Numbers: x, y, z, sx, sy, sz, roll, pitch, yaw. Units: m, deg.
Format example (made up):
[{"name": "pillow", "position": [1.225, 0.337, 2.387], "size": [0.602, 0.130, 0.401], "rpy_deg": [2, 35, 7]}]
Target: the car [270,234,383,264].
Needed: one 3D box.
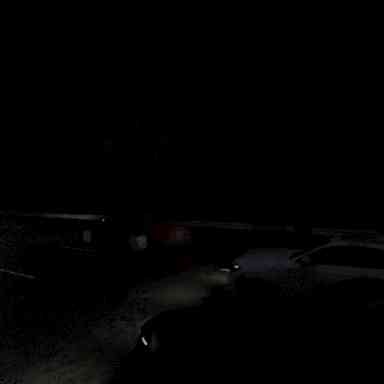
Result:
[{"name": "car", "position": [2.916, 1.517, 6.115], "size": [4.674, 1.442, 1.812], "rpy_deg": [0, 0, 35]}]

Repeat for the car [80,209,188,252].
[{"name": "car", "position": [-2.555, 1.469, 13.960], "size": [5.008, 1.535, 1.882], "rpy_deg": [0, 0, 33]}]

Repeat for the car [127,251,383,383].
[{"name": "car", "position": [1.535, 1.521, 2.812], "size": [4.674, 1.442, 1.812], "rpy_deg": [0, 0, 35]}]
